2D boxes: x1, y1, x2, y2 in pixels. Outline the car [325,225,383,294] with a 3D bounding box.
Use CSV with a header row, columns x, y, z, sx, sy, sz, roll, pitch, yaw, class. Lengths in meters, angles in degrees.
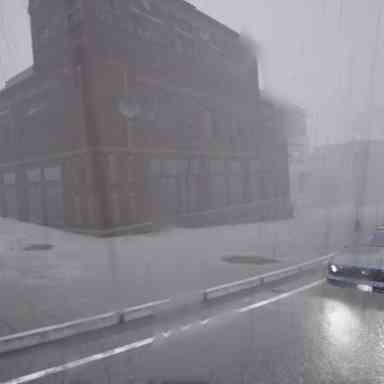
x,y,z,sx,sy,sz,roll,pitch,yaw,class
5.460,1.621,8.814,2.033,1.411,5.357,-2,-2,45,car
